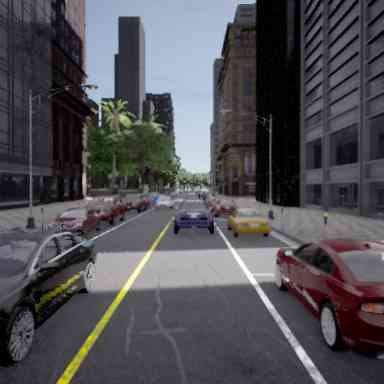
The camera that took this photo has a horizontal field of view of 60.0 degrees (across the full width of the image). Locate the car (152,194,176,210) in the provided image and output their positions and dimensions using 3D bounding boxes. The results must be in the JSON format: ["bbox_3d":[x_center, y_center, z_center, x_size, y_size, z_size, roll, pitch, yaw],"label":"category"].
[{"bbox_3d":[-3.090,1.248,37.688,1.812,1.442,4.674,0,0,0],"label":"car"}]

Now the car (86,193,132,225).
[{"bbox_3d":[-5.770,1.147,22.265,2.192,1.841,5.009,0,0,0],"label":"car"}]

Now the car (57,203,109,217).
[{"bbox_3d":[-5.768,1.454,16.841,1.802,1.307,4.206,0,0,0],"label":"car"}]

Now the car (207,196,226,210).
[{"bbox_3d":[2.752,1.261,38.533,1.887,1.381,4.507,0,0,0],"label":"car"}]

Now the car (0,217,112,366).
[{"bbox_3d":[-3.102,1.448,5.795,2.128,1.511,4.902,0,0,0],"label":"car"}]

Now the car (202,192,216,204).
[{"bbox_3d":[2.750,0.918,54.806,2.192,1.841,5.009,0,0,0],"label":"car"}]

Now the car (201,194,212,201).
[{"bbox_3d":[2.750,1.091,65.658,1.947,1.339,4.313,0,0,0],"label":"car"}]

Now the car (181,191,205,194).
[{"bbox_3d":[0.095,1.070,38.209,2.097,1.767,4.553,0,0,0],"label":"car"}]

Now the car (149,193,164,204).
[{"bbox_3d":[-5.775,1.043,54.822,1.967,1.590,4.097,0,0,0],"label":"car"}]

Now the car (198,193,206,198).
[{"bbox_3d":[2.746,0.894,92.094,1.947,1.339,4.313,0,0,0],"label":"car"}]

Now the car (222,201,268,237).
[{"bbox_3d":[2.757,1.396,17.003,1.752,1.417,4.829,0,0,0],"label":"car"}]

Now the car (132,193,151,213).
[{"bbox_3d":[-5.772,1.069,33.117,2.192,1.841,5.009,0,0,0],"label":"car"}]

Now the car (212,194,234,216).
[{"bbox_3d":[2.755,1.233,27.682,1.967,1.590,4.097,0,0,0],"label":"car"}]

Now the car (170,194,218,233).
[{"bbox_3d":[0.098,1.210,18.679,2.097,1.767,4.553,0,0,0],"label":"car"}]

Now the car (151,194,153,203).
[{"bbox_3d":[-5.772,1.261,38.544,1.887,1.381,4.507,0,0,0],"label":"car"}]

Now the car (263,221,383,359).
[{"bbox_3d":[2.759,1.498,5.983,1.887,1.381,4.507,0,0,0],"label":"car"}]
